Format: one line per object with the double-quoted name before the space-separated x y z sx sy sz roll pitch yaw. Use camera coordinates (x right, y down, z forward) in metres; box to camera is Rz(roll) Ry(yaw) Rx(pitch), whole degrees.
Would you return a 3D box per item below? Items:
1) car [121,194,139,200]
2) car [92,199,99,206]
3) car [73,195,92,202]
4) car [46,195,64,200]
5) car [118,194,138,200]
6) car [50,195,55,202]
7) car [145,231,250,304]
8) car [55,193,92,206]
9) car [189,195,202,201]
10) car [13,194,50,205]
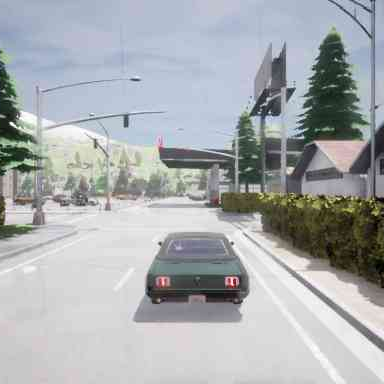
"car" -16.438 1.339 87.987 4.514 1.523 2.007 0 0 0
"car" -16.143 1.361 50.594 3.806 1.475 1.970 0 0 0
"car" -23.983 1.320 72.966 3.633 1.501 1.845 0 0 0
"car" -35.036 1.384 84.902 3.806 1.475 1.970 0 0 0
"car" -16.370 1.330 84.851 5.027 1.636 2.152 0 0 0
"car" -23.974 1.298 62.973 4.514 1.523 2.007 0 0 0
"car" 0.101 1.601 8.075 1.895 1.301 4.718 0 0 0
"car" -16.737 1.077 47.266 3.866 1.878 1.905 0 0 0
"car" 0.921 1.540 83.053 2.033 1.411 5.357 0 0 -14
"car" -24.622 1.097 50.513 4.605 1.855 1.932 0 0 0
